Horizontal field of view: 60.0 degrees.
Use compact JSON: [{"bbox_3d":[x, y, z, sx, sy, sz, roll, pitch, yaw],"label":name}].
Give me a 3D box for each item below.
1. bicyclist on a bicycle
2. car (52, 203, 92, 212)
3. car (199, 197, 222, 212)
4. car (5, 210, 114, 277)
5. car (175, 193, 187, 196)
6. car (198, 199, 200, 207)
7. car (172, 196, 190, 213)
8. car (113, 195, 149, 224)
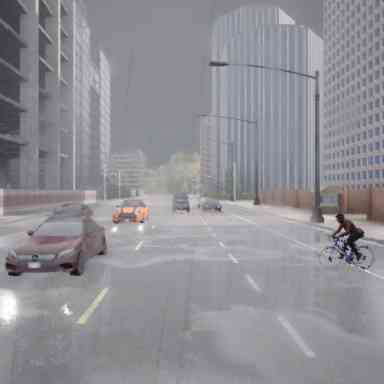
[{"bbox_3d":[4.472,1.451,9.642,1.656,1.620,0.582,-2,0,-2],"label":"bicyclist on a bicycle"},{"bbox_3d":[-7.854,1.506,21.986,1.837,1.490,4.892,0,0,-2],"label":"car"},{"bbox_3d":[2.234,1.601,38.549,1.895,1.301,4.718,0,0,-2],"label":"car"},{"bbox_3d":[-3.930,1.526,10.450,1.812,1.442,4.674,0,0,-2],"label":"car"},{"bbox_3d":[-1.604,1.221,47.677,2.150,2.045,5.566,0,0,-2],"label":"car"},{"bbox_3d":[1.811,1.525,48.381,1.812,1.442,4.674,0,0,-2],"label":"car"},{"bbox_3d":[-1.229,1.491,37.510,2.128,1.511,4.902,0,0,-2],"label":"car"},{"bbox_3d":[-4.442,1.352,24.614,2.097,1.767,4.553,0,0,-2],"label":"car"}]
